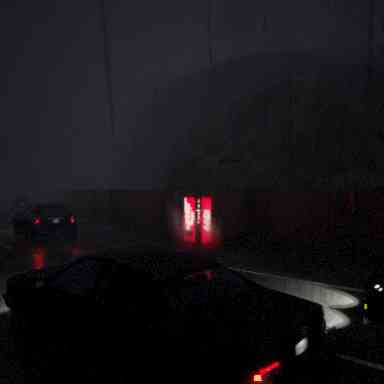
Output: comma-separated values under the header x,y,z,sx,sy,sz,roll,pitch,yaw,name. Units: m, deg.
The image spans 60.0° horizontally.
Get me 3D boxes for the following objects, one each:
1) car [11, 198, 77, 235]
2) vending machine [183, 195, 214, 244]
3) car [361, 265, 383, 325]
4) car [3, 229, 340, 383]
x,y,z,sx,sy,sz,roll,pitch,yaw,name
-7.509,1.352,16.752,2.097,1.767,4.553,0,0,-39,car
0.287,1.195,15.033,1.100,2.100,0.880,0,0,-45,vending machine
4.896,1.565,4.985,4.181,1.385,1.994,0,0,34,car
-0.831,1.548,4.875,5.357,1.411,2.033,0,0,41,car
